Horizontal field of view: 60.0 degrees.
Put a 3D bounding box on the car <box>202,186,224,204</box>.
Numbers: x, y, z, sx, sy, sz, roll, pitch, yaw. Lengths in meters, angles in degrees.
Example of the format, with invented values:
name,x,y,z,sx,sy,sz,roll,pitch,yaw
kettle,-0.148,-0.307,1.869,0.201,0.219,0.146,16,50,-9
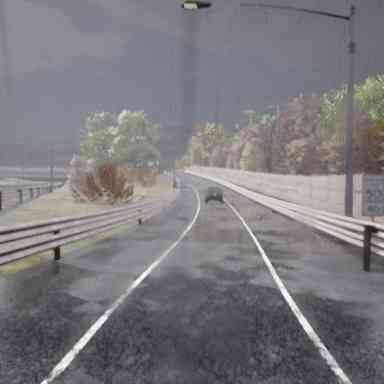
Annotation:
name,x,y,z,sx,sy,sz,roll,pitch,yaw
car,2.675,0.286,41.363,2.150,2.045,5.566,0,3,0

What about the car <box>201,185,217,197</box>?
name,x,y,z,sx,sy,sz,roll,pitch,yaw
car,2.674,-0.200,52.191,2.128,1.511,4.902,0,5,-1
